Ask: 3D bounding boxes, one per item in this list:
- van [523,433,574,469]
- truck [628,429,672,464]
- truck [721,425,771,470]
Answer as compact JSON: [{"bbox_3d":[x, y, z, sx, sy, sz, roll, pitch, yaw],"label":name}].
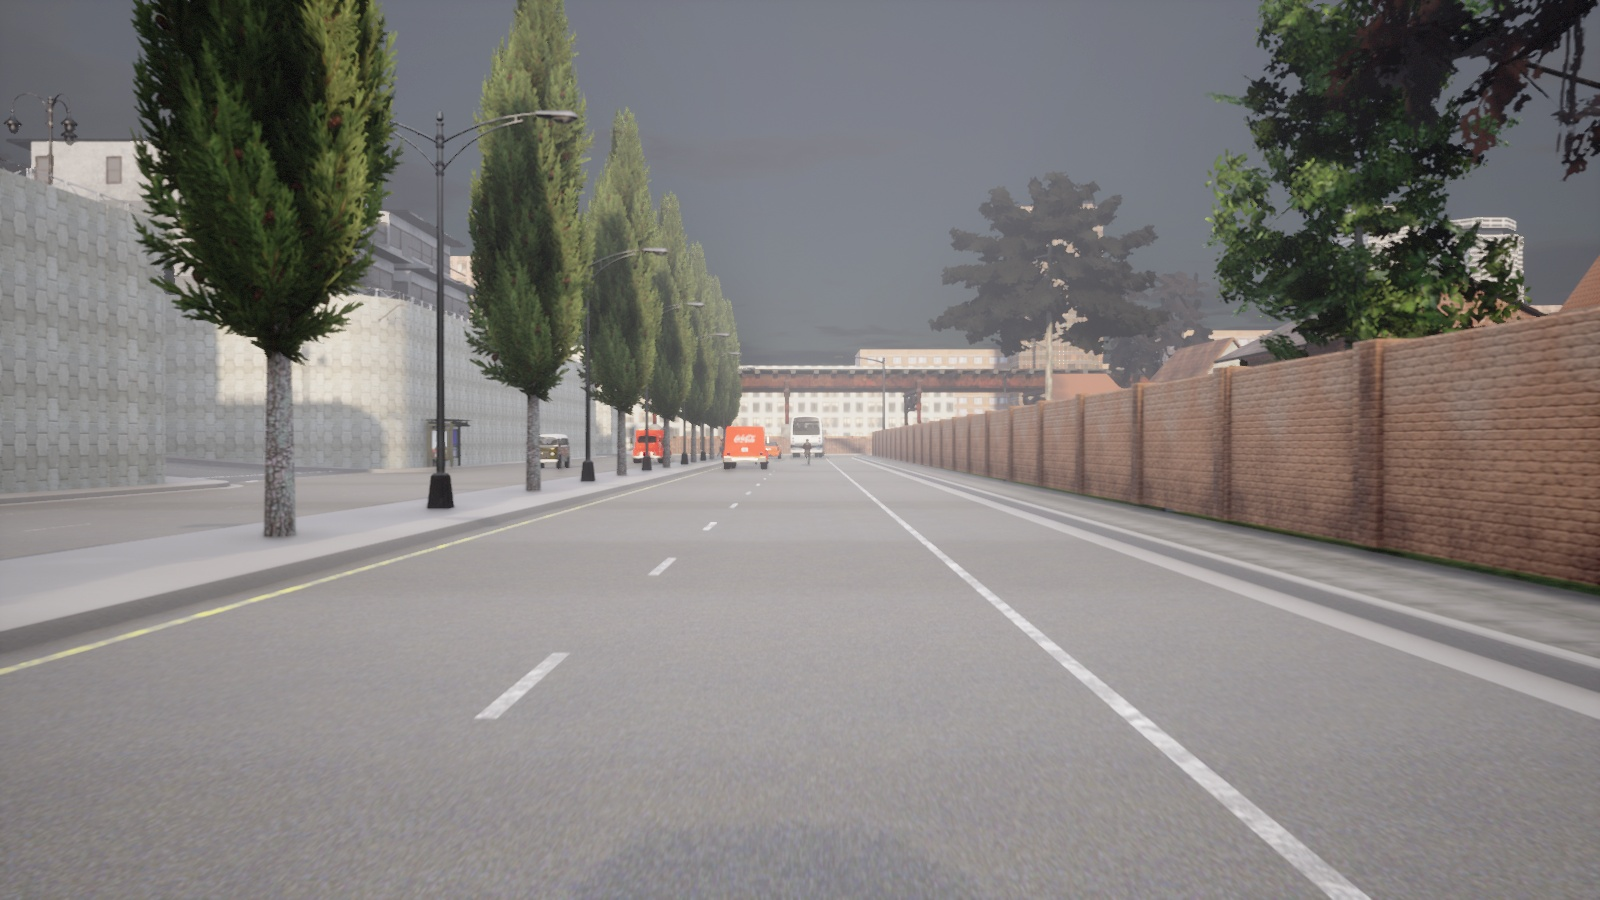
[{"bbox_3d":[-14.570,0.047,72.910,2.069,2.038,4.480,0,0,0],"label":"van"},{"bbox_3d":[-10.960,-0.268,92.141,2.627,2.467,5.204,0,0,0],"label":"truck"},{"bbox_3d":[-3.070,-0.153,72.800,2.627,2.467,5.204,0,0,0],"label":"truck"}]
